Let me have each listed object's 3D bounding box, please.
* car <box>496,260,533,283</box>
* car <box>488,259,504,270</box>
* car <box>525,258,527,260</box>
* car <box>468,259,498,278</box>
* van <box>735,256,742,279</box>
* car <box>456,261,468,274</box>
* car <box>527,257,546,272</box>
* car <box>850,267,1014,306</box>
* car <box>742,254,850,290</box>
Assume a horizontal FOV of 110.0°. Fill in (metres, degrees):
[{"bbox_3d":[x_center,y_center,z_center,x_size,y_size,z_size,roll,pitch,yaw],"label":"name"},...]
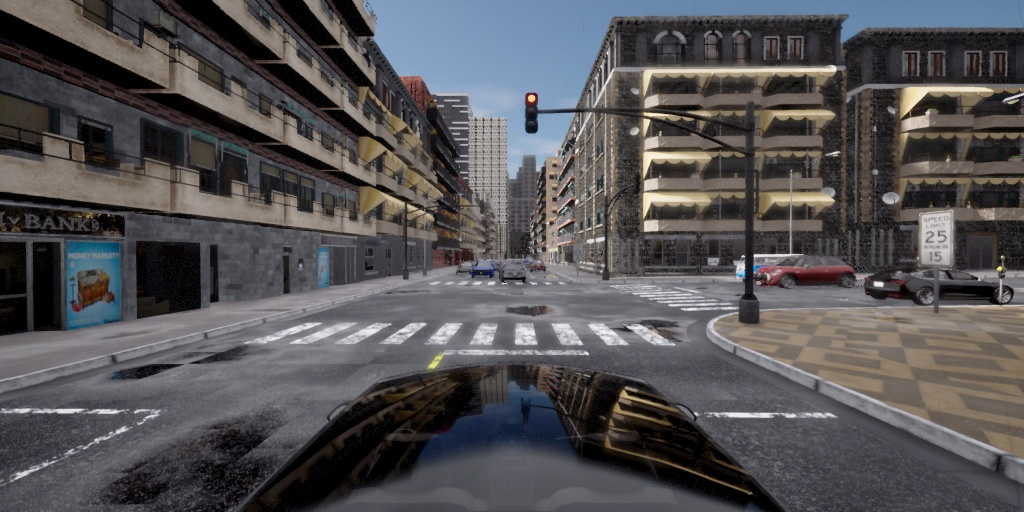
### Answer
[{"bbox_3d":[0.072,1.297,27.599,2.033,1.411,5.357,0,0,-4],"label":"car"},{"bbox_3d":[-2.400,1.254,54.044,2.128,1.511,4.902,0,0,1],"label":"car"},{"bbox_3d":[3.486,1.319,62.077,2.007,1.370,4.403,0,0,1],"label":"car"},{"bbox_3d":[-2.676,1.230,34.113,1.882,1.535,5.008,0,0,1],"label":"car"},{"bbox_3d":[15.919,0.782,21.920,3.998,1.789,1.690,0,0,0],"label":"van"},{"bbox_3d":[-5.187,1.305,40.085,2.007,1.370,4.403,0,0,1],"label":"car"},{"bbox_3d":[3.265,1.198,45.496,1.967,1.591,4.097,0,0,1],"label":"car"},{"bbox_3d":[15.926,1.077,13.539,4.313,1.339,1.948,0,0,0],"label":"car"},{"bbox_3d":[15.522,0.822,19.322,4.553,1.767,2.097,-1,0,0],"label":"car"}]
